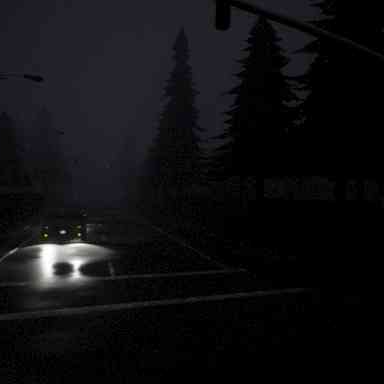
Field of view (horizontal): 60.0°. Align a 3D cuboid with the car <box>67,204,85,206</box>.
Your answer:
[{"bbox_3d":[-9.405,1.645,26.991,2.033,1.411,5.357,1,0,-17],"label":"car"}]

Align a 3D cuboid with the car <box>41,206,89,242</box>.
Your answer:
[{"bbox_3d":[-6.444,1.649,17.046,1.994,1.385,4.181,1,0,-17],"label":"car"}]
